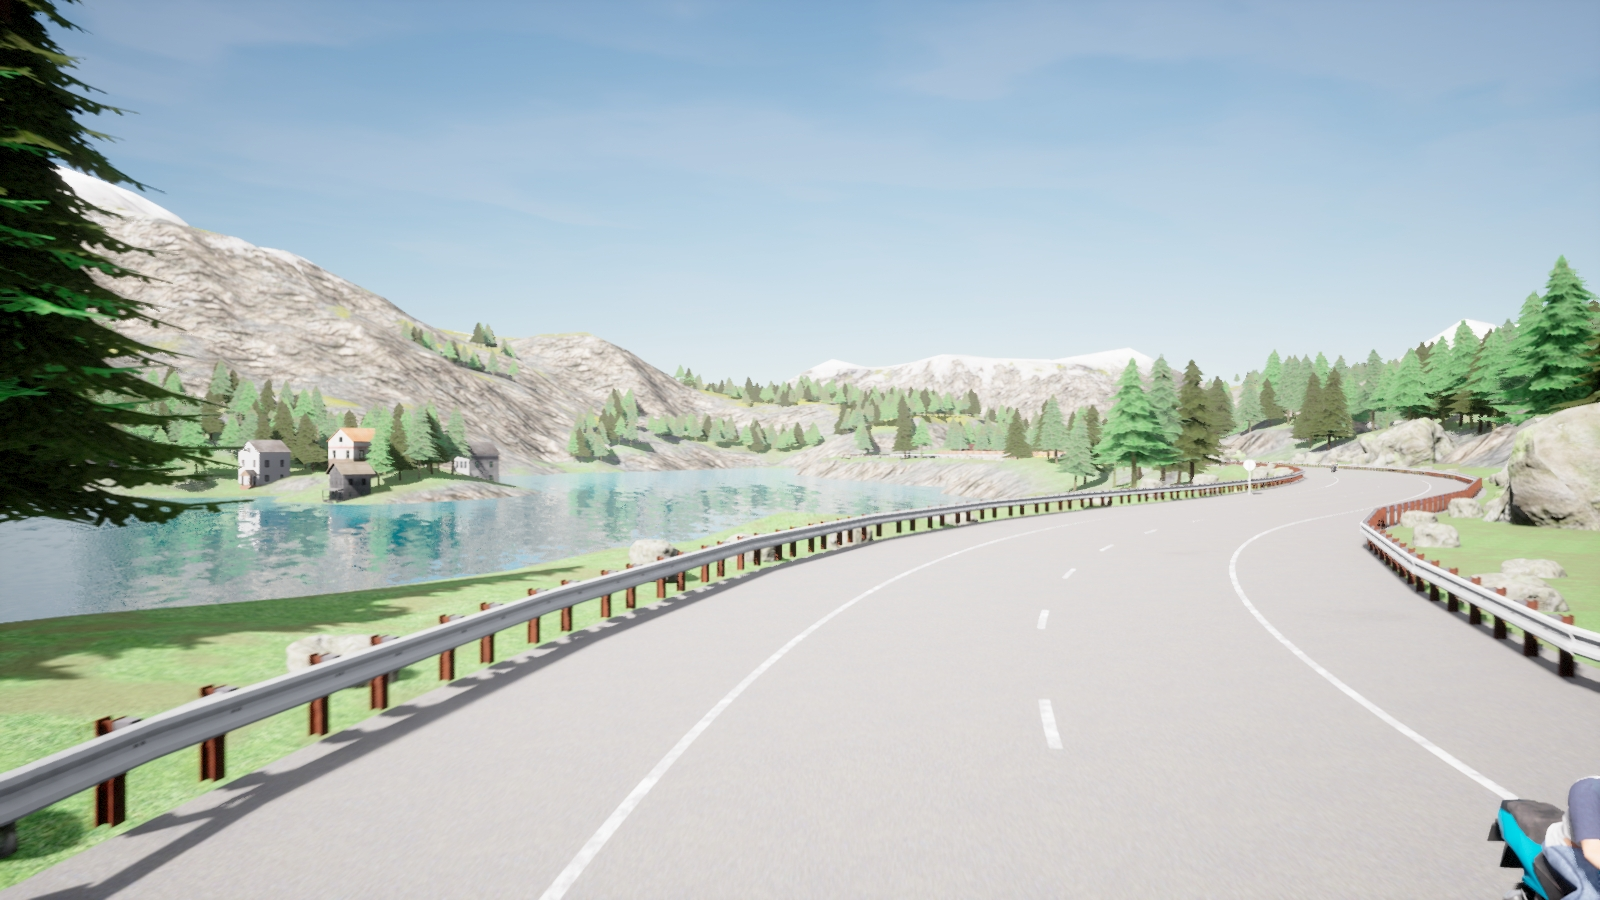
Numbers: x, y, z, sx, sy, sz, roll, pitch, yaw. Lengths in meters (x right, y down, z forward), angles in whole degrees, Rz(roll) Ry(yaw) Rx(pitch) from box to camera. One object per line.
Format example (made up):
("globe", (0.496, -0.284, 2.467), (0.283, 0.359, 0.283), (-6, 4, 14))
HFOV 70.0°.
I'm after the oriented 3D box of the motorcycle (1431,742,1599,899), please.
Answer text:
("motorcycle", (3.692, 2.178, 5.069), (0.803, 1.217, 2.033), (1, 0, 5))
